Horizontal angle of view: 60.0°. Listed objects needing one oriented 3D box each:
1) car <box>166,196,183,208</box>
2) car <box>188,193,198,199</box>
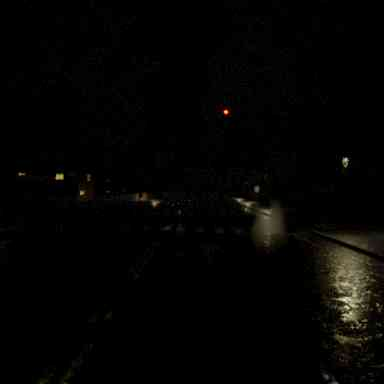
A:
[{"bbox_3d":[-2.192,1.252,42.657,1.837,1.490,4.892,0,2,3],"label":"car"},{"bbox_3d":[0.308,0.942,79.376,1.812,1.442,4.674,0,0,5],"label":"car"}]
